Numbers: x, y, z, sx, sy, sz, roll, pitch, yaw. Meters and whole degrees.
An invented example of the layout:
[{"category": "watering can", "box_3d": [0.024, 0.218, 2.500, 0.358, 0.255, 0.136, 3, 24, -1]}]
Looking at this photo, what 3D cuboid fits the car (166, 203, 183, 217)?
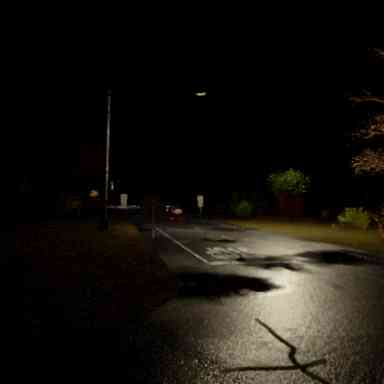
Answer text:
[{"category": "car", "box_3d": [-2.580, 2.747, 48.076, 1.812, 1.442, 4.674, 2, -2, -13]}]
